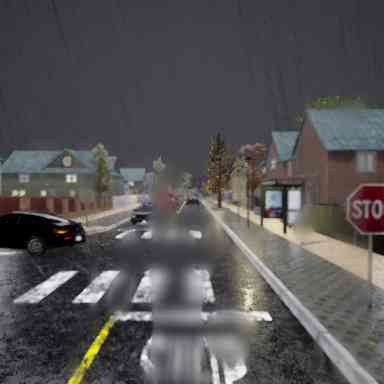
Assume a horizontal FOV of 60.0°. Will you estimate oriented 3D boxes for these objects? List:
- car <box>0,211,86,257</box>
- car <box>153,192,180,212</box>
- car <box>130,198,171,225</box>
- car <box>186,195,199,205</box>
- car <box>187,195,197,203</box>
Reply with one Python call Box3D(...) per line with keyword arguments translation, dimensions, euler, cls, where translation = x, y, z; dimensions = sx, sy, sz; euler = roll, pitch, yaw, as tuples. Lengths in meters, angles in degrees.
Box3D(translation=(-6.196, 1.421, 12.195), dimensions=(4.674, 1.442, 1.812), euler=(1, 0, 15), cls="car")
Box3D(translation=(-2.813, 1.020, 35.466), dimensions=(2.150, 2.045, 5.566), euler=(0, 0, 1), cls="car")
Box3D(translation=(-2.868, 1.393, 23.034), dimensions=(2.033, 1.411, 5.357), euler=(0, 0, 1), cls="car")
Box3D(translation=(0.118, 1.330, 52.648), dimensions=(1.994, 1.385, 4.181), euler=(0, 0, 0), cls="car")
Box3D(translation=(0.033, 1.269, 65.008), dimensions=(1.837, 1.490, 4.892), euler=(0, 0, 0), cls="car")
